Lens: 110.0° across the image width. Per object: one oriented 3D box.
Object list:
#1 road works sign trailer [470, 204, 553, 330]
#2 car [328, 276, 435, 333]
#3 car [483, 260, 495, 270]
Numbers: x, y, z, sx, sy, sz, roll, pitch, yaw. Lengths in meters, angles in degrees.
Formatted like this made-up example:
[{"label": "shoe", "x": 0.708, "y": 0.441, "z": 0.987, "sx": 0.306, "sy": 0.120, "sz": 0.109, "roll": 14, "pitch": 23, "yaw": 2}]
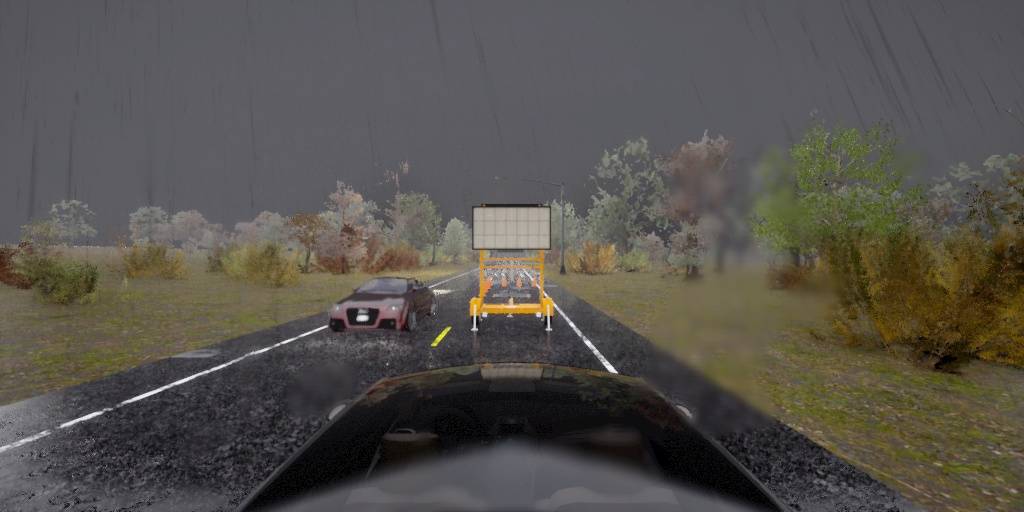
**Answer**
[{"label": "road works sign trailer", "x": -0.008, "y": 0.213, "z": 11.042, "sx": 2.380, "sy": 3.560, "sz": 2.880, "roll": 0, "pitch": 0, "yaw": 0}, {"label": "car", "x": -3.608, "y": 1.312, "z": 10.650, "sx": 1.994, "sy": 1.385, "sz": 4.181, "roll": 0, "pitch": 0, "yaw": 0}, {"label": "car", "x": -3.547, "y": 1.250, "z": 53.026, "sx": 1.837, "sy": 1.490, "sz": 4.892, "roll": 0, "pitch": 0, "yaw": 0}]
